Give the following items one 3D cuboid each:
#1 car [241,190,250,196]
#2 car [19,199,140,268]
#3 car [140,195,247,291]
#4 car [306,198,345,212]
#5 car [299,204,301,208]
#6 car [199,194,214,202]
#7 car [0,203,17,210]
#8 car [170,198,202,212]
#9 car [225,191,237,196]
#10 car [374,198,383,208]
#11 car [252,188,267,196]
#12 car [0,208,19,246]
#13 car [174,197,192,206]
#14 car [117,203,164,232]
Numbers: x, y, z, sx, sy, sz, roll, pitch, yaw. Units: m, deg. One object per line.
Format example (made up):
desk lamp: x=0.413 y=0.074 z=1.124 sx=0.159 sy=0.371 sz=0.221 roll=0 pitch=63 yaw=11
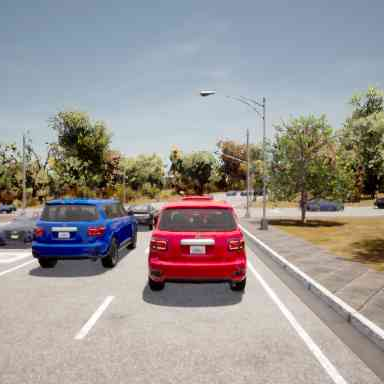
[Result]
car: x=14.273 y=0.262 z=86.320 sx=2.128 sy=1.511 sz=4.902 roll=0 pitch=3 yaw=33
car: x=-3.350 y=1.235 z=11.475 sx=2.150 sy=2.045 sz=5.566 roll=0 pitch=0 yaw=1
car: x=0.131 y=1.230 z=9.195 sx=2.150 sy=2.045 sz=5.566 roll=0 pitch=0 yaw=0
car: x=15.745 y=1.614 z=39.374 sx=4.181 sy=1.385 sz=1.994 roll=-1 pitch=0 yaw=4
car: x=16.275 y=1.562 z=42.850 sx=4.892 sy=1.490 sz=1.837 roll=-1 pitch=0 yaw=3
car: x=3.262 y=1.227 z=72.574 sx=1.812 sy=1.442 sz=4.674 roll=0 pitch=2 yaw=23
car: x=-22.982 y=1.815 z=38.022 sx=5.357 sy=1.411 sz=2.033 roll=-2 pitch=0 yaw=3
car: x=-0.894 y=1.590 z=42.410 sx=1.882 sy=1.535 sz=5.008 roll=-1 pitch=0 yaw=-30
car: x=10.101 y=0.404 z=86.187 sx=1.812 sy=1.442 sz=4.674 roll=0 pitch=3 yaw=28
car: x=26.241 y=1.060 z=42.249 sx=5.566 sy=2.045 sz=2.150 roll=-2 pitch=0 yaw=3
car: x=17.588 y=-0.079 z=85.035 sx=2.150 sy=2.045 sz=5.566 roll=0 pitch=3 yaw=33
car: x=-6.978 y=1.588 z=15.163 sx=1.994 sy=1.385 sz=4.181 roll=0 pitch=0 yaw=1
car: x=-1.502 y=1.661 z=59.002 sx=1.994 sy=1.385 sz=4.181 roll=0 pitch=1 yaw=16
car: x=-3.163 y=1.536 z=21.327 sx=2.128 sy=1.511 sz=4.902 roll=0 pitch=0 yaw=1
